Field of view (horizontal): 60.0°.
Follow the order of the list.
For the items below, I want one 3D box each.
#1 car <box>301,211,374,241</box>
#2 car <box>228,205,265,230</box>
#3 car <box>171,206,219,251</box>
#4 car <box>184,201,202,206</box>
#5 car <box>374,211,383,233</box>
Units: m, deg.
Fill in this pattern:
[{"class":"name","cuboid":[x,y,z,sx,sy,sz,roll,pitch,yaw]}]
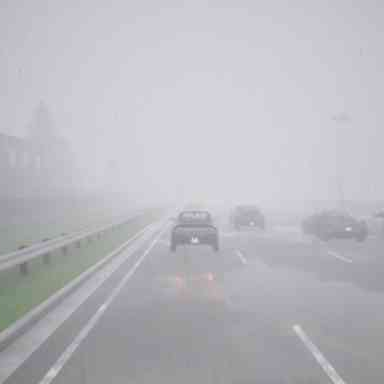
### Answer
[{"class":"car","cuboid":[7.108,1.654,17.098,1.994,1.385,4.181,0,0,0]},{"class":"car","cuboid":[3.610,1.624,22.331,1.837,1.490,4.892,0,0,0]},{"class":"car","cuboid":[0.106,1.569,14.488,2.128,1.511,4.902,0,0,0]},{"class":"car","cuboid":[0.115,1.670,36.344,1.882,1.535,5.008,0,0,0]},{"class":"car","cuboid":[10.608,1.616,17.246,1.812,1.442,4.674,0,0,0]}]
